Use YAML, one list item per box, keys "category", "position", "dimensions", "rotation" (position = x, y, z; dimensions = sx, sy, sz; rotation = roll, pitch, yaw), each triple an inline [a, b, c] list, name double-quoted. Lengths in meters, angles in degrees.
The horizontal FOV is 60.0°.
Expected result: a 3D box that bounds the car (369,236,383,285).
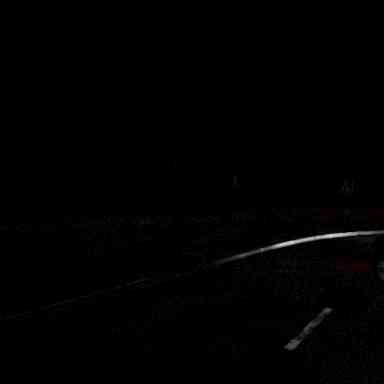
- category: "car"
  position: [5.576, 1.519, 6.710]
  dimensions: [1.837, 1.490, 4.892]
  rotation: [-1, -1, -2]
